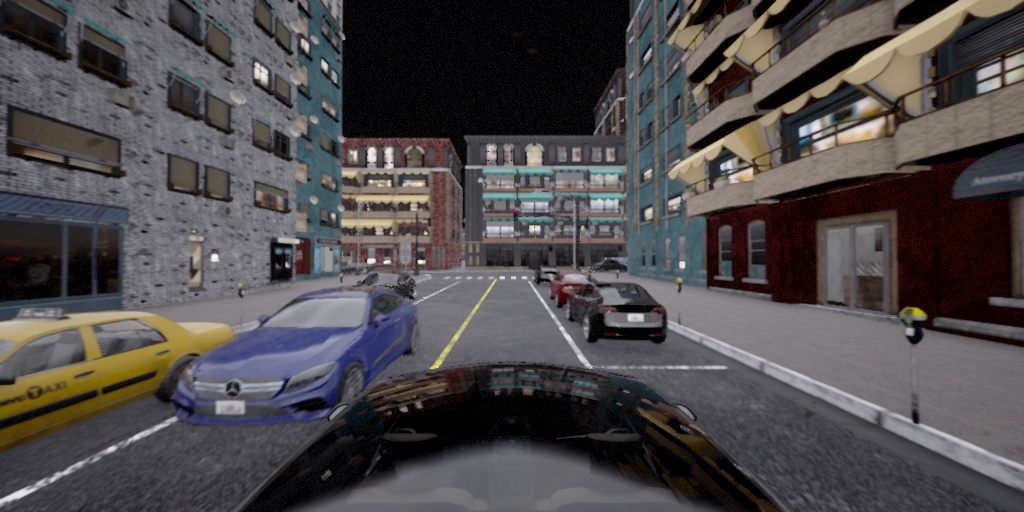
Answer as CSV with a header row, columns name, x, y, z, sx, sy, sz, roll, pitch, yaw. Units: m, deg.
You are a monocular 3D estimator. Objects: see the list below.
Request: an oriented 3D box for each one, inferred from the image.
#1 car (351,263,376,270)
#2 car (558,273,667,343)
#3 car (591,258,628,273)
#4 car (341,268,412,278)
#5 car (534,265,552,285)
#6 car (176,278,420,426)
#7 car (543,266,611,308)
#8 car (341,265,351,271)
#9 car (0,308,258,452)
name,x,y,z,sx,sy,sz,roll,pitch,yaw
car,-19.703,1.511,45.745,4.403,1.370,2.007,0,0,0
car,2.565,1.321,9.530,1.948,1.339,4.313,0,0,0
car,11.269,1.125,40.480,4.674,1.442,1.812,0,-1,0
car,-5.284,1.326,15.070,1.948,1.339,4.313,0,0,0
car,2.563,1.340,26.222,1.948,1.339,4.313,0,0,0
car,-2.850,1.278,5.960,1.812,1.442,4.674,0,0,0
car,2.564,1.305,15.095,1.888,1.381,4.507,0,0,0
car,-19.659,1.302,37.606,4.097,1.591,1.967,0,0,0
car,-5.296,1.277,3.771,1.751,1.417,4.829,0,0,0
